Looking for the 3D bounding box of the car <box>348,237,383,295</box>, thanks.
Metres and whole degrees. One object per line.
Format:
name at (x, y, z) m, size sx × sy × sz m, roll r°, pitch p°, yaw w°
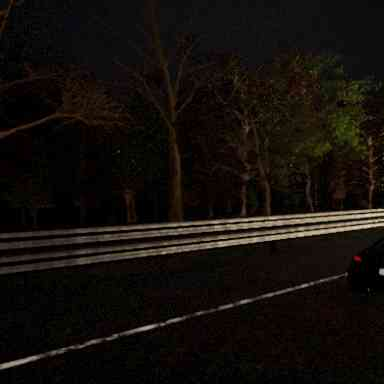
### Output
car at (5.467, 1.553, 7.675) m, size 4.181 × 1.385 × 1.994 m, roll 0°, pitch 0°, yaw -36°
